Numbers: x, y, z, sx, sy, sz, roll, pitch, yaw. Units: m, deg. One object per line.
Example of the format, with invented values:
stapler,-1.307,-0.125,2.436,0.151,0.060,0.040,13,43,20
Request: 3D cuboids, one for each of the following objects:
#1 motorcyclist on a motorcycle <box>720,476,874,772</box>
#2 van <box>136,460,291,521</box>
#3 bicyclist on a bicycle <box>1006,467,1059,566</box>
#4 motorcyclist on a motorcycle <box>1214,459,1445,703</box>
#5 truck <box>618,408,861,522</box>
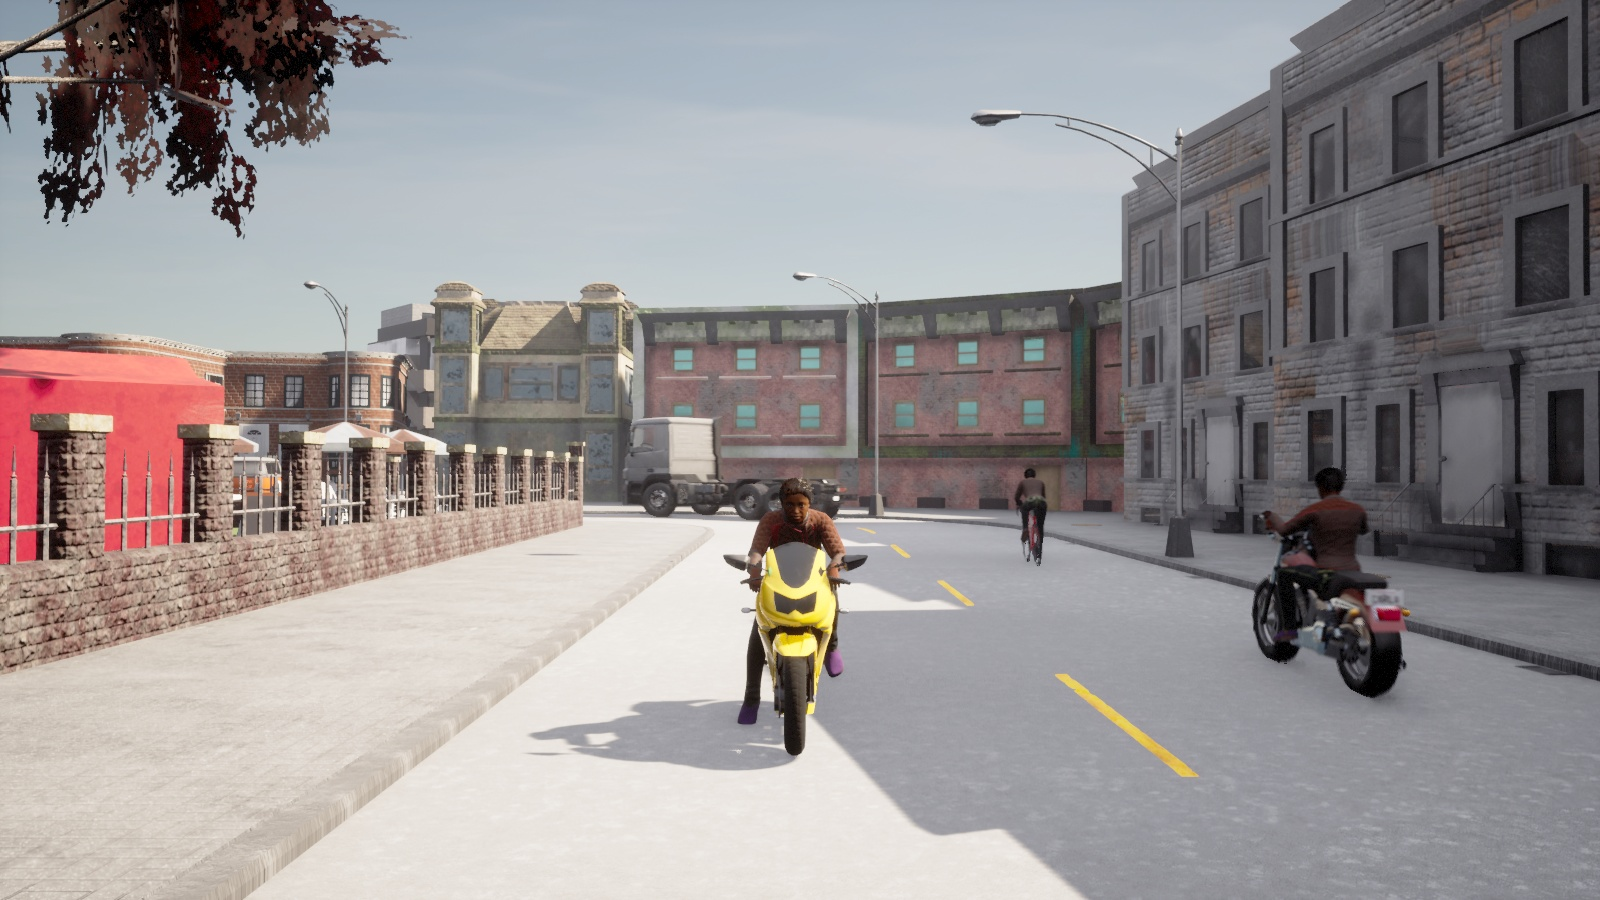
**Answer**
motorcyclist on a motorcycle,-0.020,0.923,7.552,0.797,1.523,2.044,0,-1,0
van,-19.921,1.363,42.747,4.442,1.987,1.775,0,-1,0
bicyclist on a bicycle,3.944,1.110,21.413,0.582,1.620,1.656,0,-1,0
motorcyclist on a motorcycle,3.974,0.911,9.688,0.766,1.649,2.350,0,-1,0
truck,-2.112,0.538,41.582,7.936,3.462,2.891,-1,-1,35
